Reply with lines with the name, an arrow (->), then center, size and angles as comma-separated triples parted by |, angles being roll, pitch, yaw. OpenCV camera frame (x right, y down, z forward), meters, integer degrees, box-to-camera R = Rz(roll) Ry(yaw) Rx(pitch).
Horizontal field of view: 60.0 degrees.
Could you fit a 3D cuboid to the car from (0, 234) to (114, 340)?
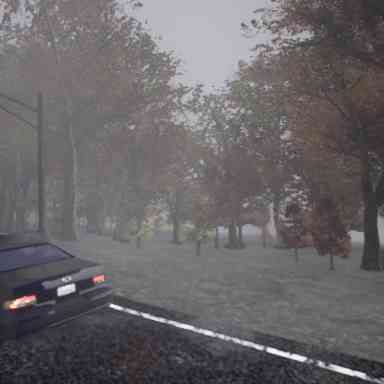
car -> -3.834, 1.566, 6.419 | 5.357, 1.411, 2.033 | -2, 1, 38
